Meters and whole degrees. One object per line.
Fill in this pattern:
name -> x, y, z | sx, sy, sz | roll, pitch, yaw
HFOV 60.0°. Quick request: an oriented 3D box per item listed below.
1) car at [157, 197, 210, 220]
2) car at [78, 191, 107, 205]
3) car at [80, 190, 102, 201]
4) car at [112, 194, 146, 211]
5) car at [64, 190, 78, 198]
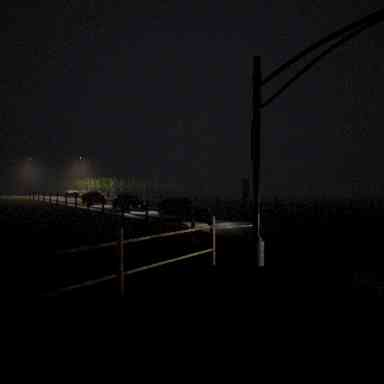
car -> -0.720, 1.114, 24.208 | 1.882, 1.535, 5.008 | 0, 1, -35
car -> -11.812, 0.812, 40.135 | 1.812, 1.442, 4.674 | 0, 1, -35
car -> -15.940, 0.557, 52.485 | 1.882, 1.535, 5.008 | 0, 1, -35
car -> -6.124, 0.970, 31.959 | 1.837, 1.490, 4.892 | 0, 1, -35
car -> -22.405, 0.375, 61.745 | 2.128, 1.511, 4.902 | 0, 1, -35
